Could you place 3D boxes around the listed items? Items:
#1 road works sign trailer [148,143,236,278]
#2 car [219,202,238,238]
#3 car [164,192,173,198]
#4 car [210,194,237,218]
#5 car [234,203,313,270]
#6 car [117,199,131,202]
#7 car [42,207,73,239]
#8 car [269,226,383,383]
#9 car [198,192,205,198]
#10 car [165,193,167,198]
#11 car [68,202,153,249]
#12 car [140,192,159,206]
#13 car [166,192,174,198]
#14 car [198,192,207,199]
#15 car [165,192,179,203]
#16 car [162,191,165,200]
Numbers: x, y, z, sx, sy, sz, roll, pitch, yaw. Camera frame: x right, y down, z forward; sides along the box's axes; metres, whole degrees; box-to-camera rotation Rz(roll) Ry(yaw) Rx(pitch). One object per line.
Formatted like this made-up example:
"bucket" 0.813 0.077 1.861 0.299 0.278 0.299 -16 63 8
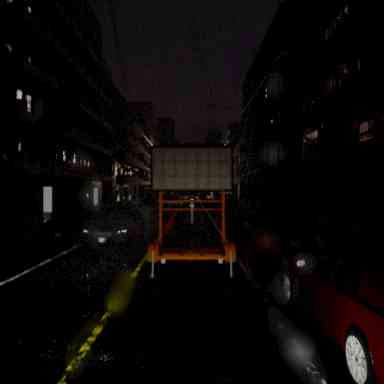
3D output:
"road works sign trailer" 0.001 0.381 9.811 2.380 3.560 2.880 0 0 0
"car" 2.669 1.413 16.310 2.008 1.369 4.403 0 0 0
"car" -5.808 0.715 83.935 1.967 1.590 4.097 0 1 0
"car" 2.654 1.082 27.581 2.192 1.841 5.009 0 0 0
"car" 2.677 1.350 10.674 1.967 1.590 4.097 0 0 0
"car" -5.728 1.293 27.404 1.752 1.417 4.829 0 0 0
"car" -5.712 1.428 16.301 1.947 1.339 4.313 0 0 0
"car" 2.685 1.502 5.038 1.887 1.381 4.507 0 0 0
"car" 2.564 0.769 89.581 1.887 1.381 4.507 0 1 0
"car" -5.769 1.104 55.757 1.802 1.307 4.206 0 0 0
"car" -3.120 1.374 13.936 2.128 1.511 4.902 0 0 0
"car" -5.752 1.061 44.483 1.967 1.590 4.097 0 0 0
"car" -5.816 0.769 89.573 1.887 1.381 4.507 0 1 0
"car" 2.580 0.848 78.478 1.752 1.417 4.829 0 1 0
"car" -3.154 1.080 56.461 1.994 1.385 4.181 0 0 0
"car" -5.759 0.887 50.118 2.192 1.841 5.009 0 0 0
